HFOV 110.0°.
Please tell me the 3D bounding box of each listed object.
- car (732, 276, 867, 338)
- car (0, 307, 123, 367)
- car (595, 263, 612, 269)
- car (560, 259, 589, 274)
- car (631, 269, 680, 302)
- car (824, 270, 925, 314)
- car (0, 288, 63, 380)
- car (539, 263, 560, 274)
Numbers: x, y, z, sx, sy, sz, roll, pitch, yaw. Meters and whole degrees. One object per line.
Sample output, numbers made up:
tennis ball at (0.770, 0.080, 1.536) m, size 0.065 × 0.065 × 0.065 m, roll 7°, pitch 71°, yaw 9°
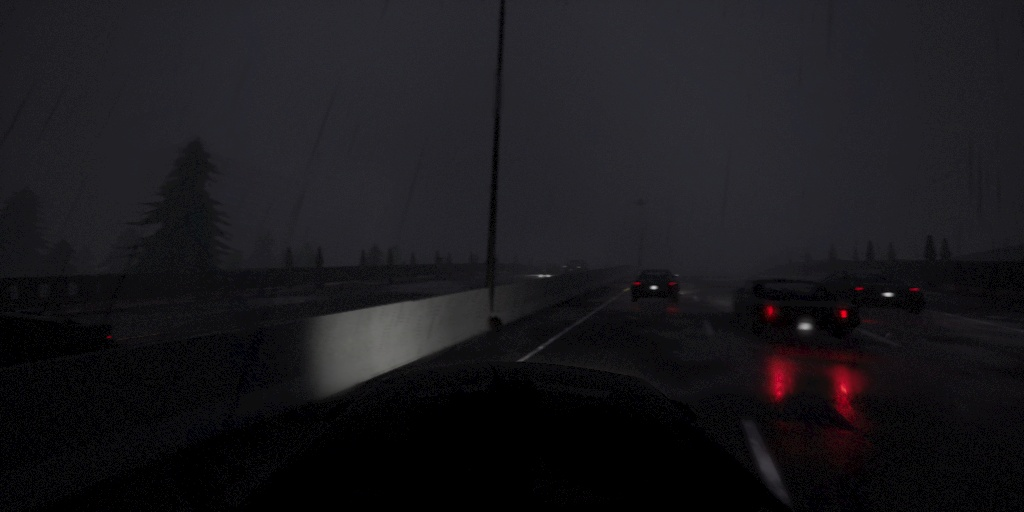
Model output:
car at (7.481, 1.290, 10.036) m, size 1.895 × 1.301 × 4.718 m, roll -1°, pitch 0°, yaw 25°
car at (-7.326, 1.367, 3.457) m, size 1.837 × 1.490 × 4.892 m, roll -1°, pitch 0°, yaw 25°
car at (11.356, 1.602, 43.776) m, size 1.812 × 1.442 × 4.674 m, roll -1°, pitch -3°, yaw 25°
car at (8.169, 1.414, 45.226) m, size 2.150 × 2.045 × 5.566 m, roll -1°, pitch -3°, yaw 25°
car at (6.809, 1.300, 16.940) m, size 1.994 × 1.385 × 4.181 m, roll -1°, pitch 0°, yaw 25°
car at (12.810, 1.195, 13.240) m, size 1.994 × 1.385 × 4.181 m, roll -1°, pitch 0°, yaw 25°
car at (-10.457, 1.419, 5.022) m, size 1.837 × 1.490 × 4.892 m, roll -1°, pitch 0°, yaw 25°
car at (4.999, 1.662, 46.708) m, size 2.128 × 1.511 × 4.902 m, roll -1°, pitch -3°, yaw 25°
